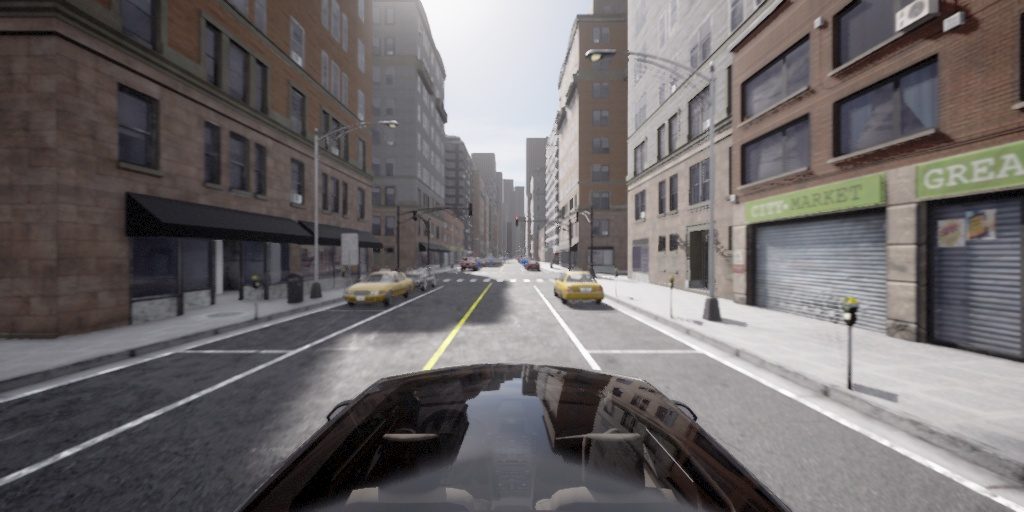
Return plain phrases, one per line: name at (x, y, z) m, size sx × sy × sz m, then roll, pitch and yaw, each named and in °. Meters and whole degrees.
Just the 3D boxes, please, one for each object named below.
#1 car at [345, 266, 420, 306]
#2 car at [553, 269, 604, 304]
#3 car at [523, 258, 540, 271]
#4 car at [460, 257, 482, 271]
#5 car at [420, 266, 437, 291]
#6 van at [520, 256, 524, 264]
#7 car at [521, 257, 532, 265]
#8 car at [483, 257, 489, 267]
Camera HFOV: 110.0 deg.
car at (-5.672, 1.265, 15.831) m, size 1.751 × 1.417 × 4.829 m, roll 0°, pitch 0°, yaw 0°
car at (2.853, 1.266, 16.173) m, size 1.751 × 1.417 × 4.829 m, roll 0°, pitch 0°, yaw 0°
car at (2.845, 1.274, 48.302) m, size 1.888 × 1.381 × 4.507 m, roll 0°, pitch 0°, yaw 0°
car at (-5.680, 1.043, 48.300) m, size 2.192 × 1.841 × 5.009 m, roll 0°, pitch 0°, yaw 0°
car at (-5.673, 1.287, 21.526) m, size 2.007 × 1.370 × 4.403 m, roll 0°, pitch 0°, yaw 0°
van at (2.841, 1.067, 64.806) m, size 1.690 × 1.789 × 3.998 m, roll 0°, pitch 0°, yaw 0°
car at (2.844, 1.294, 53.803) m, size 1.948 × 1.339 × 4.313 m, roll 0°, pitch 0°, yaw 0°
car at (-5.685, 1.166, 64.804) m, size 1.967 × 1.591 × 4.097 m, roll 0°, pitch 0°, yaw 0°
